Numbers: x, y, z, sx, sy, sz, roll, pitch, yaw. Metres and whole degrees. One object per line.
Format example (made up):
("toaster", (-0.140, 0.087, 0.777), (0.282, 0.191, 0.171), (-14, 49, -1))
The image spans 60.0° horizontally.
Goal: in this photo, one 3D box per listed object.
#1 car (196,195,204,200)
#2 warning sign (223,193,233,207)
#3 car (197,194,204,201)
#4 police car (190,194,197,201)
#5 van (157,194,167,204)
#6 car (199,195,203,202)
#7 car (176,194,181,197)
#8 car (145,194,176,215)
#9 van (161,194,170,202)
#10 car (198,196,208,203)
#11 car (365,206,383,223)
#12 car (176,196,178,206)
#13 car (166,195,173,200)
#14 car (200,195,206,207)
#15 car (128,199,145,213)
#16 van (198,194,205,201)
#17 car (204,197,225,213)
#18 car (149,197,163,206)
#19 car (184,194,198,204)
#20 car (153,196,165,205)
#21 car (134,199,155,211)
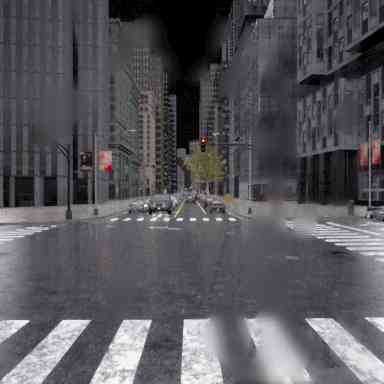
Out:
("car", (2.289, 1.592, 94.367), (2.008, 1.369, 4.403), (0, 0, 0))
("warning sign", (4.912, 1.123, 45.519), (1.300, 1.860, 1.060), (0, 0, 0))
("car", (2.493, 1.566, 62.634), (2.008, 1.369, 4.403), (0, 0, 0))
("police car", (0.452, 1.463, 90.604), (1.930, 1.638, 5.238), (0, 0, 0))
("van", (-6.059, 1.360, 66.767), (1.690, 1.788, 3.998), (0, 0, 0))
("car", (2.557, 1.561, 52.762), (2.008, 1.369, 4.403), (0, 0, 0))
("car", (-3.301, 1.537, 54.683), (1.812, 1.442, 4.674), (0, 0, 0))
("car", (-3.183, 1.226, 34.690), (2.150, 2.045, 5.566), (0, 0, 0))
("van", (-6.129, 1.367, 77.594), (1.690, 1.788, 3.998), (0, 0, 0))
("car", (2.425, 1.589, 73.213), (1.947, 1.339, 4.313), (0, 0, 0))
("car", (13.588, 1.215, 20.992), (4.902, 1.511, 2.128), (-1, 0, 0))
("car", (-3.247, 1.608, 44.642), (1.895, 1.301, 4.718), (0, 0, 0))
("car", (-6.233, 1.623, 93.832), (1.802, 1.307, 4.206), (0, 0, 0))
("car", (2.592, 1.553, 47.318), (1.887, 1.381, 4.507), (0, 0, 0))
("car", (-5.863, 1.556, 36.377), (2.008, 1.369, 4.403), (0, 0, 0))
("van", (2.356, 1.372, 83.790), (1.690, 1.788, 3.998), (0, 0, 0))
("car", (2.662, 1.555, 36.429), (2.008, 1.369, 4.403), (0, 0, 0))
("car", (-5.989, 1.578, 55.941), (1.947, 1.339, 4.313), (0, 0, 0))
("car", (-0.287, 1.543, 65.595), (1.812, 1.442, 4.674), (0, 0, 0))
("car", (-6.023, 1.540, 61.184), (1.752, 1.417, 4.829), (0, 0, 0))
("car", (-5.895, 1.557, 41.370), (2.008, 1.369, 4.403), (0, 0, 0))
